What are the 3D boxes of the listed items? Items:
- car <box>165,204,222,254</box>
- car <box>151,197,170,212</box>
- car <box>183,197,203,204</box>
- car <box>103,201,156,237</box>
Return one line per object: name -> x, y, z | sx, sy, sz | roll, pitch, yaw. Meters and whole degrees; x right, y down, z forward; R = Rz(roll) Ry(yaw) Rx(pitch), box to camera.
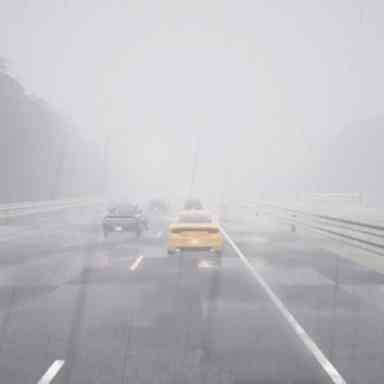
car -> 0.102, 1.472, 13.447 | 1.882, 1.535, 5.008 | 0, 0, 0
car -> -3.397, 1.323, 34.329 | 1.837, 1.490, 4.892 | 0, 1, 0
car -> 0.103, 1.324, 34.278 | 1.837, 1.490, 4.892 | 0, 1, 0
car -> -3.398, 1.469, 17.847 | 2.128, 1.511, 4.902 | 0, 0, 0
